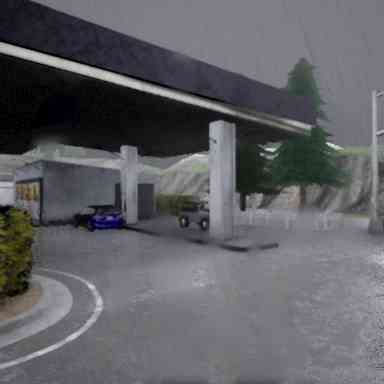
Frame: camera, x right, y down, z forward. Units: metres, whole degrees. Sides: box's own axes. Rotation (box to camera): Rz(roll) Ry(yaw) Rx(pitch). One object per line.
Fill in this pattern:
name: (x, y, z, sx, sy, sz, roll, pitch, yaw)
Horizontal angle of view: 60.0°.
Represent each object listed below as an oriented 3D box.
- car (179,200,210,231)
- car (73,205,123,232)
car: (0.749, 1.490, 22.257, 1.905, 1.878, 3.866, 0, 0, -37)
car: (-6.382, 1.694, 22.374, 2.242, 1.667, 4.611, 0, 0, -37)
